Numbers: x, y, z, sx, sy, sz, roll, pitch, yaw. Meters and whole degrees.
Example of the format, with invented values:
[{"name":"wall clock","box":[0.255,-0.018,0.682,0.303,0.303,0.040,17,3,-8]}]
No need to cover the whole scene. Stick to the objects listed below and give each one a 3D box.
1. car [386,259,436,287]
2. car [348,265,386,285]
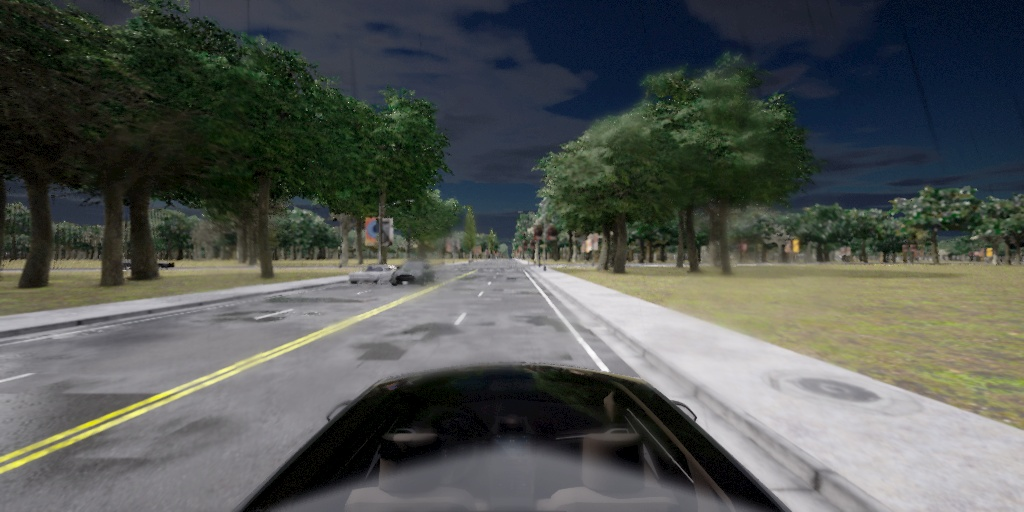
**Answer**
[{"name":"car","box":[-6.597,1.081,24.414,2.097,1.767,4.553,0,0,0]},{"name":"car","box":[-9.847,1.329,25.673,1.895,1.301,4.718,0,0,0]}]
